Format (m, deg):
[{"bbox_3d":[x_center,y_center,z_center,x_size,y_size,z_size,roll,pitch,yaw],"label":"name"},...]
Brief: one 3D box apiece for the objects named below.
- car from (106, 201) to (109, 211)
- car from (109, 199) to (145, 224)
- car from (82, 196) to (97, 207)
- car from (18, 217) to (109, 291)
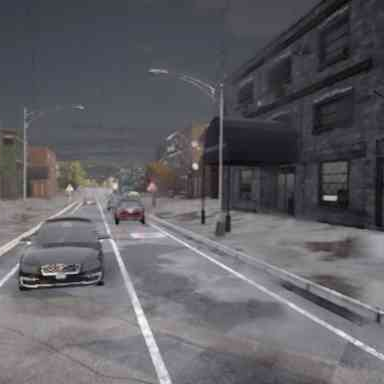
[{"bbox_3d":[-9.220,1.497,39.878,2.033,1.411,5.357,0,0,-16],"label":"car"},{"bbox_3d":[-4.811,1.354,24.870,2.097,1.767,4.553,0,0,-16],"label":"car"},{"bbox_3d":[-15.298,1.361,49.629,2.128,1.511,4.902,0,0,-16],"label":"car"},{"bbox_3d":[-3.428,1.502,9.231,1.837,1.490,4.892,0,0,-17],"label":"car"}]
